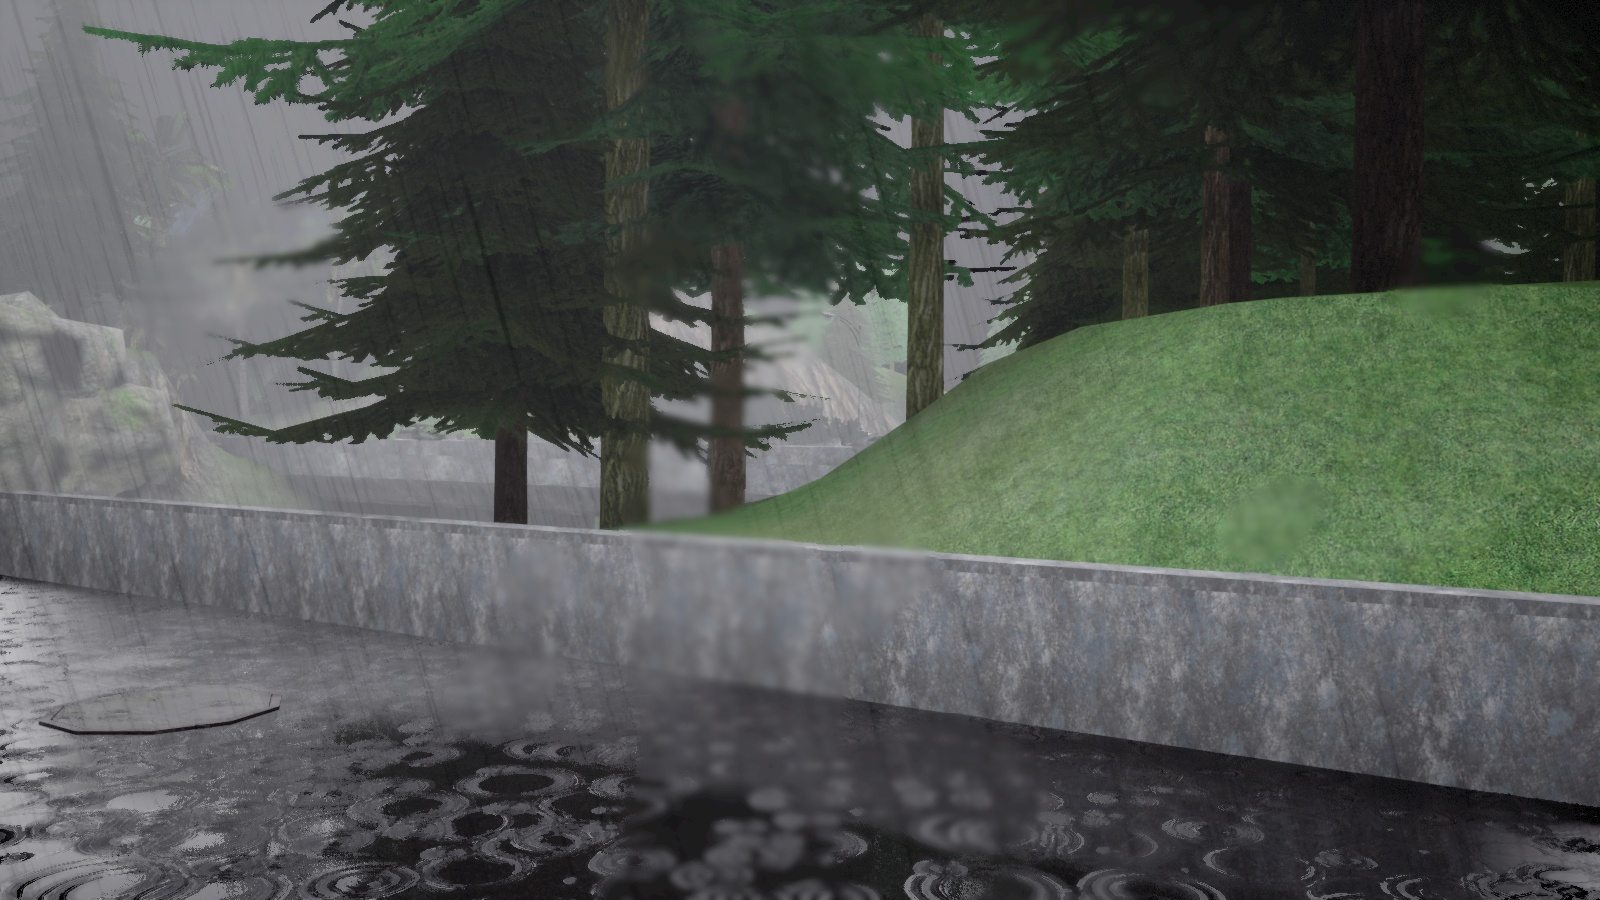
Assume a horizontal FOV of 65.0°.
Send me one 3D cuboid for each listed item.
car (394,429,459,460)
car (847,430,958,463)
[{"bbox_3d":[-23.586,-0.342,79.329,3.866,1.878,1.905,0,1,34],"label":"car"},{"bbox_3d":[4.923,-0.182,60.417,4.902,1.511,2.128,0,1,34],"label":"car"}]
